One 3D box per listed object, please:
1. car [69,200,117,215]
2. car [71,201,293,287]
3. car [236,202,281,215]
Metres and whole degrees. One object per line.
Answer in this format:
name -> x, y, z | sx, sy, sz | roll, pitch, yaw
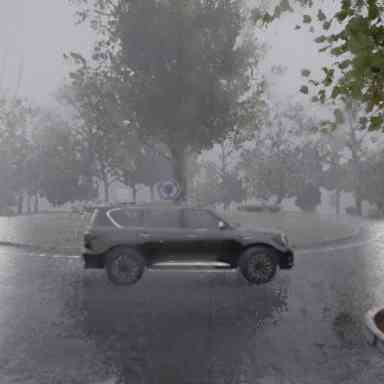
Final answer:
car -> -11.241, 1.745, 37.935 | 4.902, 1.511, 2.128 | 0, -1, -35
car -> -0.146, 1.284, 9.158 | 5.566, 2.045, 2.150 | 0, 0, -2
car -> 7.666, 1.860, 38.650 | 4.718, 1.301, 1.895 | 0, -1, 35
